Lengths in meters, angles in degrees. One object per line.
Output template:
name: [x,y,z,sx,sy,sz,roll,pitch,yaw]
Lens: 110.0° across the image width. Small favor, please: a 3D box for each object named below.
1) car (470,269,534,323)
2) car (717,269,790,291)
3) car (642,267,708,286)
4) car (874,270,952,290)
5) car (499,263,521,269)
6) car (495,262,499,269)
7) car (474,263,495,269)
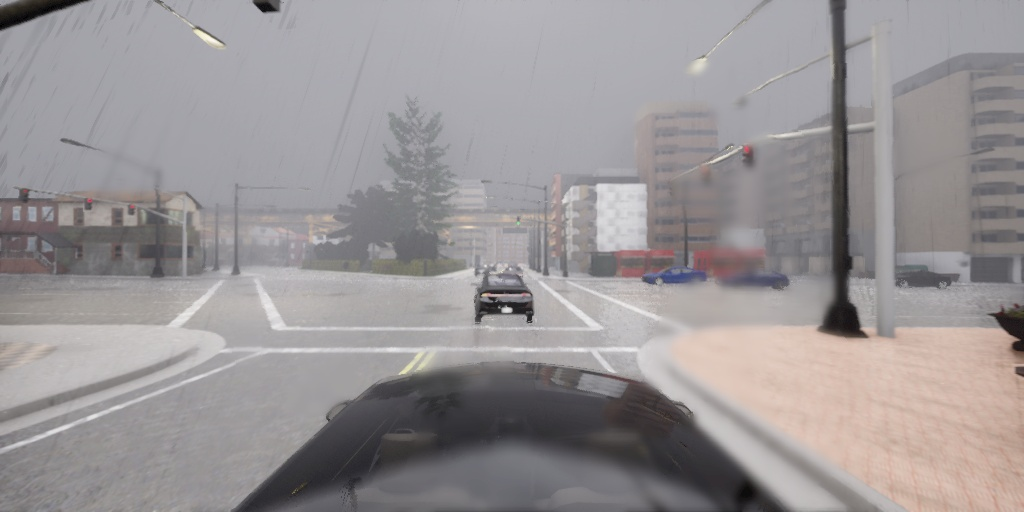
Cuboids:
car: [-0.424,1.382,12.796,2.128,1.511,4.902,0,-1,-7]
car: [17.182,1.680,25.599,4.674,1.442,1.812,1,-1,-1]
car: [13.139,1.625,29.082,5.008,1.535,1.882,0,-1,0]
car: [32.559,1.883,29.217,5.008,1.535,1.882,1,-1,0]
car: [0.119,1.644,32.716,2.033,1.411,5.357,0,-1,0]
car: [-3.515,1.950,58.339,1.895,1.301,4.718,0,-1,1]
car: [-3.565,1.691,44.242,2.128,1.511,4.902,0,-1,0]
